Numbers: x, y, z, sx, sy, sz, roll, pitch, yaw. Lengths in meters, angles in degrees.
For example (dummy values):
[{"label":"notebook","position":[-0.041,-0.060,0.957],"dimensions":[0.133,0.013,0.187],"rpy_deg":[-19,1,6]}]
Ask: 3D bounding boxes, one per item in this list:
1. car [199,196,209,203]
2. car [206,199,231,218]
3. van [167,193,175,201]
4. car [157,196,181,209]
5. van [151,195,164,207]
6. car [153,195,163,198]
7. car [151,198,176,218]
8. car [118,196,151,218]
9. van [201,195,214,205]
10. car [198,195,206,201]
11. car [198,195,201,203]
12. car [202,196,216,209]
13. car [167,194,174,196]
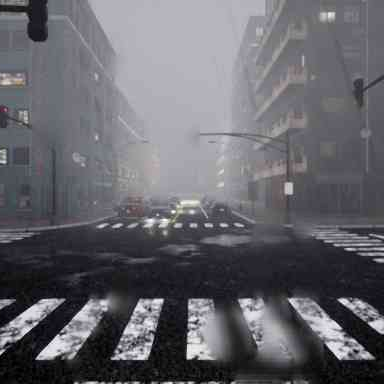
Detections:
[{"label":"car","position":[2.504,1.515,69.170],"dimensions":[2.008,1.369,4.403],"rpy_deg":[0,0,0]},{"label":"car","position":[2.539,1.557,30.306],"dimensions":[1.947,1.339,4.313],"rpy_deg":[0,0,0]},{"label":"van","position":[-5.391,1.289,85.818],"dimensions":[1.690,1.788,3.998],"rpy_deg":[0,0,0]},{"label":"car","position":[-2.887,1.532,42.153],"dimensions":[2.033,1.411,5.357],"rpy_deg":[0,0,0]},{"label":"van","position":[-5.361,1.319,52.506],"dimensions":[1.690,1.788,3.998],"rpy_deg":[0,0,0]},{"label":"car","position":[-5.356,1.526,46.954],"dimensions":[1.887,1.381,4.507],"rpy_deg":[0,0,0]},{"label":"car","position":[-2.877,1.539,30.620],"dimensions":[2.033,1.411,5.357],"rpy_deg":[0,0,0]},{"label":"car","position":[-5.341,1.307,30.298],"dimensions":[2.192,1.841,5.009],"rpy_deg":[0,0,0]},{"label":"van","position":[2.525,1.322,46.962],"dimensions":[1.690,1.788,3.998],"rpy_deg":[0,0,0]},{"label":"car","position":[2.488,1.493,85.826],"dimensions":[1.887,1.381,4.507],"rpy_deg":[0,0,0]},{"label":"car","position":[2.514,1.414,58.066],"dimensions":[1.967,1.590,4.097],"rpy_deg":[0,0,0]},{"label":"car","position":[2.529,1.567,41.410],"dimensions":[1.802,1.307,4.206],"rpy_deg":[0,0,0]},{"label":"car","position":[-2.879,1.503,54.919],"dimensions":[1.812,1.442,4.674],"rpy_deg":[0,1,0]}]
